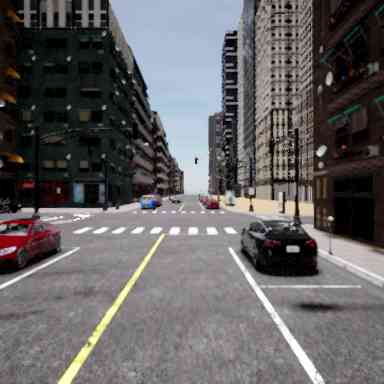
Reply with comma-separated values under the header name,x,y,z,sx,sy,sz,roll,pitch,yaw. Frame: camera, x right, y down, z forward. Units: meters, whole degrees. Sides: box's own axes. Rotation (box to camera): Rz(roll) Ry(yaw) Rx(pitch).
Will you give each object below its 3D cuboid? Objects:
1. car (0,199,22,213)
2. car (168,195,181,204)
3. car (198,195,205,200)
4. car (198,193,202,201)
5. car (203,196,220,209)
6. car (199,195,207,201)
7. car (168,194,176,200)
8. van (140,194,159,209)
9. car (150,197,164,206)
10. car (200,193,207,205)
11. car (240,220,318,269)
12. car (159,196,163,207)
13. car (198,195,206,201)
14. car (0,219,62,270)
name,x,y,z,sx,sy,sz,roll,pitch,yaw
car,-18.789,1.327,32.213,4.313,1.339,1.947,1,-1,0
car,-3.011,1.518,63.807,2.033,1.411,5.357,0,0,0
car,2.680,1.566,93.124,1.802,1.307,4.206,0,0,0
car,2.685,1.416,71.014,1.967,1.590,4.097,0,0,0
car,2.689,1.560,43.375,1.802,1.307,4.206,0,0,0
car,2.682,1.530,82.069,2.008,1.369,4.403,0,0,0
car,-5.700,1.423,93.123,1.967,1.590,4.097,0,0,0
van,-5.690,1.318,43.375,1.690,1.788,3.998,0,0,0
car,-5.693,1.520,54.431,1.887,1.381,4.507,0,0,0
car,2.688,1.416,54.431,1.967,1.590,4.097,0,0,0
car,2.696,1.558,10.970,1.947,1.339,4.313,0,0,0
car,-5.690,1.291,48.903,2.192,1.841,5.009,0,0,0
car,2.681,1.526,87.597,1.887,1.381,4.507,0,0,0
car,-5.685,1.573,10.981,1.802,1.307,4.206,0,0,0
